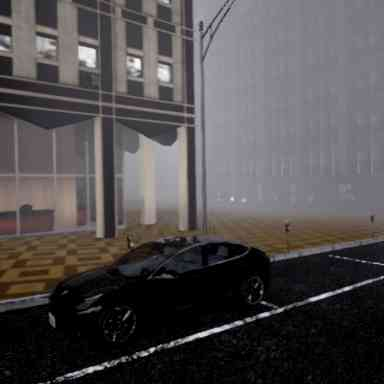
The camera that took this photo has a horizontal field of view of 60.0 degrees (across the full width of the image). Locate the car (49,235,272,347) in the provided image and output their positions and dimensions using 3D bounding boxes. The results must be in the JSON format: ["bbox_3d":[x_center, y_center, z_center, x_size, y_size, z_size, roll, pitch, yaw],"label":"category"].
[{"bbox_3d":[-0.339,1.554,6.292,4.313,1.339,1.947,0,-1,-35],"label":"car"}]
